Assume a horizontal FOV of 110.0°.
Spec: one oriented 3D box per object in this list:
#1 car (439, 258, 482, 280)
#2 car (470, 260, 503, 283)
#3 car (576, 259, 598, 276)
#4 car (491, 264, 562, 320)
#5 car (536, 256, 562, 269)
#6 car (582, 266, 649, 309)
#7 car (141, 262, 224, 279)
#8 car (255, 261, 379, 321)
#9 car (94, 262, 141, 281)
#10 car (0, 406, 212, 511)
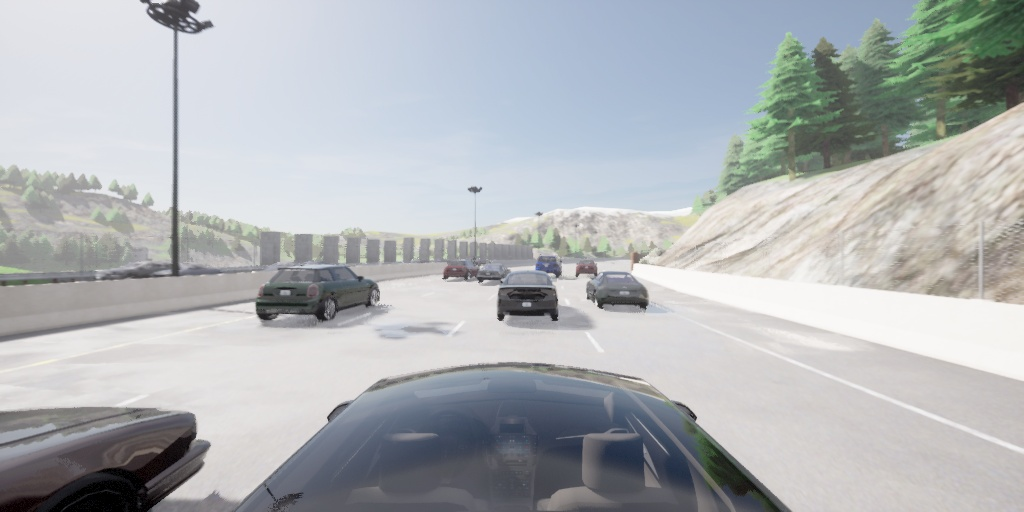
[{"bbox_3d":[-4.236,1.086,30.675,2.097,1.767,4.553,0,0,10],"label":"car"},{"bbox_3d":[-1.287,1.290,27.379,2.033,1.411,5.357,0,0,9],"label":"car"},{"bbox_3d":[7.606,1.115,36.462,2.097,1.767,4.553,0,0,12],"label":"car"},{"bbox_3d":[0.582,1.227,12.671,1.882,1.535,5.008,0,0,4],"label":"car"},{"bbox_3d":[3.575,0.974,34.487,2.150,2.045,5.566,0,0,12],"label":"car"},{"bbox_3d":[4.299,1.322,15.165,1.994,1.385,4.181,0,0,5],"label":"car"},{"bbox_3d":[-22.914,1.253,25.461,1.994,1.385,4.181,0,0,8],"label":"car"},{"bbox_3d":[-6.424,1.084,12.481,2.097,1.767,4.553,0,0,3],"label":"car"},{"bbox_3d":[-26.420,1.171,25.656,2.128,1.511,4.902,0,0,8],"label":"car"},{"bbox_3d":[-3.370,1.289,0.402,2.033,1.411,5.357,0,0,0],"label":"car"}]
